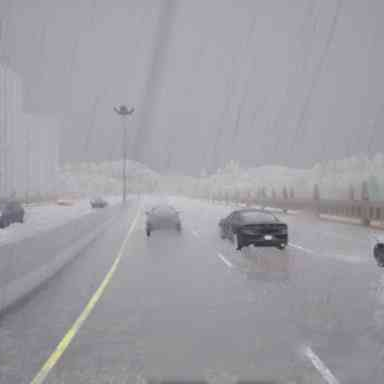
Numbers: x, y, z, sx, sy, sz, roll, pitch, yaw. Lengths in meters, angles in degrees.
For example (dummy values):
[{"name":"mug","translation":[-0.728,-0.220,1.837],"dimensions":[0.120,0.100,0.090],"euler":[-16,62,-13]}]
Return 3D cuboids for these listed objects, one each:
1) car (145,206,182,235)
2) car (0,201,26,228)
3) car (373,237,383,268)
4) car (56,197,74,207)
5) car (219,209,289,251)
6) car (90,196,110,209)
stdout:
[{"name":"car","translation":[-1.616,1.525,18.645],"dimensions":[1.812,1.442,4.674],"euler":[0,0,-7]},{"name":"car","translation":[-12.832,1.397,22.097],"dimensions":[2.097,1.767,4.553],"euler":[0,0,-7]},{"name":"car","translation":[6.560,1.496,8.225],"dimensions":[1.812,1.442,4.674],"euler":[0,0,-4]},{"name":"car","translation":[-20.528,1.541,54.025],"dimensions":[1.882,1.535,5.008],"euler":[0,0,-7]},{"name":"car","translation":[2.436,1.462,14.236],"dimensions":[1.882,1.535,5.008],"euler":[0,0,-6]},{"name":"car","translation":[-12.268,1.634,44.684],"dimensions":[1.895,1.301,4.718],"euler":[0,0,-7]}]
